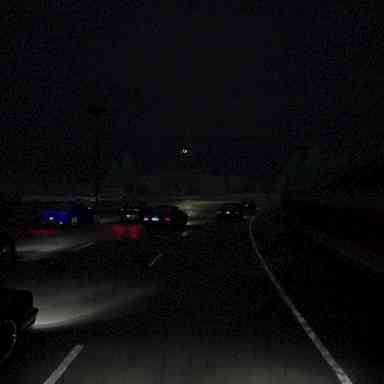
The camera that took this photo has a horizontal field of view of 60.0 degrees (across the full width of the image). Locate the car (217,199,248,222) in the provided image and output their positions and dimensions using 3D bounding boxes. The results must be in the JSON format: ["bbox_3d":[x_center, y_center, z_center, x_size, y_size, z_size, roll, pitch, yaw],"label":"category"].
[{"bbox_3d":[3.147,1.566,26.651,2.033,1.411,5.357,0,0,12],"label":"car"}]

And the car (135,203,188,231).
[{"bbox_3d":[-1.559,1.553,20.803,2.033,1.411,5.357,0,0,9],"label":"car"}]

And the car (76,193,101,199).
[{"bbox_3d":[-17.935,1.208,57.552,2.150,2.045,5.566,0,0,15],"label":"car"}]

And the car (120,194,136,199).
[{"bbox_3d":[-12.316,1.010,65.038,2.097,1.767,4.553,0,0,15],"label":"car"}]

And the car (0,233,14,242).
[{"bbox_3d":[-6.480,1.481,8.365,2.128,1.511,4.902,0,0,4],"label":"car"}]

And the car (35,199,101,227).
[{"bbox_3d":[-8.244,1.469,22.919,1.882,1.535,5.008,0,0,10],"label":"car"}]

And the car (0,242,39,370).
[{"bbox_3d":[-3.315,1.541,2.603,2.033,1.411,5.357,0,0,2],"label":"car"}]

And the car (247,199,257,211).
[{"bbox_3d":[7.152,1.598,42.485,1.994,1.385,4.181,0,0,15],"label":"car"}]

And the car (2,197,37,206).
[{"bbox_3d":[-16.684,1.526,34.900,2.033,1.411,5.357,0,0,14],"label":"car"}]

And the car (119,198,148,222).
[{"bbox_3d":[-4.085,1.494,26.151,2.128,1.511,4.902,0,0,11],"label":"car"}]

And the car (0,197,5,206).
[{"bbox_3d":[-25.006,1.471,44.867,1.837,1.490,4.892,0,0,15],"label":"car"}]
